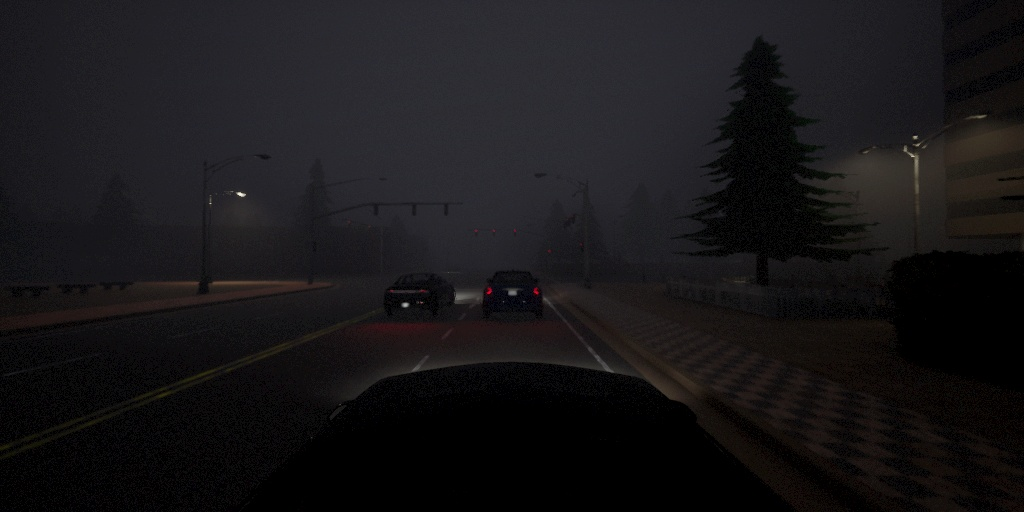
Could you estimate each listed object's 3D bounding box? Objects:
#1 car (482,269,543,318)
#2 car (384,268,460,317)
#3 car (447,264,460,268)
[{"bbox_3d":[0.041,1.273,14.035,2.097,1.767,4.553,0,-1,1],"label":"car"},{"bbox_3d":[-3.459,1.415,14.131,2.128,1.511,4.902,0,-1,1],"label":"car"},{"bbox_3d":[-10.507,2.114,64.487,1.882,1.535,5.008,0,0,0],"label":"car"}]
